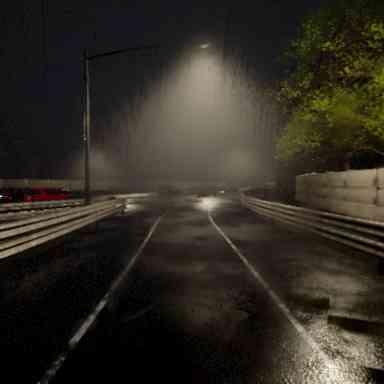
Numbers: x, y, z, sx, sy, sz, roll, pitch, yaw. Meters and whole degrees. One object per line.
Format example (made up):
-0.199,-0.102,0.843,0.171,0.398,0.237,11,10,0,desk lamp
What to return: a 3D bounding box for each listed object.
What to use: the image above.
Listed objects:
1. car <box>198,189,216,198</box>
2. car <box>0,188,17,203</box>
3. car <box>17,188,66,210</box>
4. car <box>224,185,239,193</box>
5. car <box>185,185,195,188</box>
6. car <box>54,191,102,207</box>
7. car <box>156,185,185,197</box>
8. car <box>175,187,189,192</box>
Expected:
2.543,0.234,56.083,1.994,1.385,4.181,0,2,25,car
-16.031,0.588,32.265,2.150,2.045,5.566,0,2,24,car
-12.803,0.603,30.908,2.150,2.045,5.566,0,2,24,car
9.381,-0.717,79.263,2.150,2.045,5.566,0,2,25,car
0.367,-0.734,93.141,1.837,1.490,4.892,0,2,25,car
-9.568,0.922,29.565,1.812,1.442,4.674,0,2,24,car
-3.901,-0.137,58.834,2.150,2.045,5.566,0,2,25,car
-2.811,-0.727,94.609,2.128,1.511,4.902,0,2,25,car
